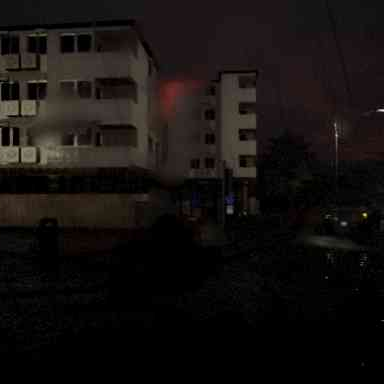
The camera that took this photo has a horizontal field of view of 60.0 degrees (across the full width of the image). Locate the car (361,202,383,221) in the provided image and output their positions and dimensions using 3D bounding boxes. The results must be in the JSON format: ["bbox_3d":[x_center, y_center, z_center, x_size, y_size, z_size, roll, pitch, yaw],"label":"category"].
[{"bbox_3d":[15.632,1.566,27.865,1.994,1.385,4.181,0,0,35],"label":"car"}]

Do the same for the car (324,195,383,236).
[{"bbox_3d":[9.156,1.225,18.799,2.150,2.045,5.566,0,0,36],"label":"car"}]
